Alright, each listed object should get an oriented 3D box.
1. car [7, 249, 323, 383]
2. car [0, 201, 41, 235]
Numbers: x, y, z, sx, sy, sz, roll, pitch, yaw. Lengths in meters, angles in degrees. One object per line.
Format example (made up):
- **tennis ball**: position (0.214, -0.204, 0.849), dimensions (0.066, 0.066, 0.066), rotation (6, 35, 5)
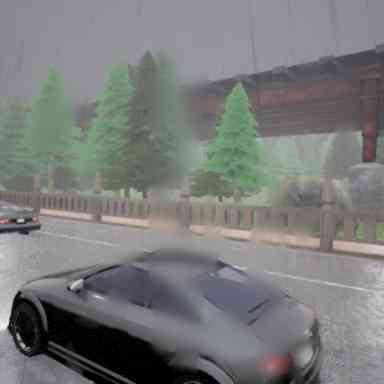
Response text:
- **car**: position (-0.540, 1.474, 4.343), dimensions (4.181, 1.385, 1.994), rotation (2, 1, 35)
- **car**: position (-8.653, 1.073, 14.265), dimensions (5.357, 1.411, 2.033), rotation (2, 1, 35)
